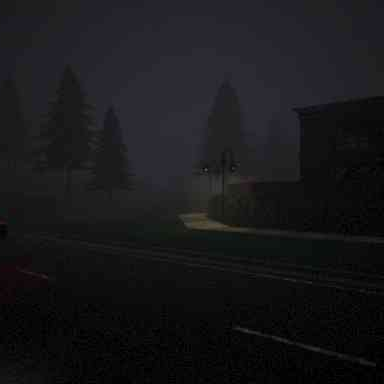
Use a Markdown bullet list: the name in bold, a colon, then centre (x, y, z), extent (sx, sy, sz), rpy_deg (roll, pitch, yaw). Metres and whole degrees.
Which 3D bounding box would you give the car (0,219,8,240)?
- **car**: centre (-10.643, 1.564, 15.884), extent (4.181, 1.385, 1.994), rpy_deg (0, 0, 36)
